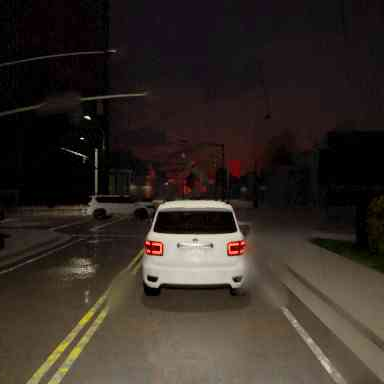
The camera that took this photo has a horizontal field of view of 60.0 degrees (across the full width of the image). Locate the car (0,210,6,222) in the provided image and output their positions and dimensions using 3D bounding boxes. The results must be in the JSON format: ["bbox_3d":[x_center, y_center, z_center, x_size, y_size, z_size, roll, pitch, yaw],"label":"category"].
[{"bbox_3d":[-16.196,1.581,24.021,5.008,1.535,1.882,-1,0,0],"label":"car"}]

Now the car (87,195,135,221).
[{"bbox_3d":[-5.825,1.256,27.594,5.566,2.045,2.150,-1,0,0],"label":"car"}]

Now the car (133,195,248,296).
[{"bbox_3d":[0.079,1.221,8.778,2.150,2.045,5.566,0,0,0],"label":"car"}]

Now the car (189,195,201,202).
[{"bbox_3d":[0.834,1.465,78.649,1.882,1.535,5.008,0,0,12],"label":"car"}]

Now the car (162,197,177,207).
[{"bbox_3d":[-3.533,1.564,52.921,1.994,1.385,4.181,0,0,0],"label":"car"}]

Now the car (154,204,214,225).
[{"bbox_3d":[-0.551,1.576,24.126,4.181,1.385,1.994,0,0,0],"label":"car"}]
